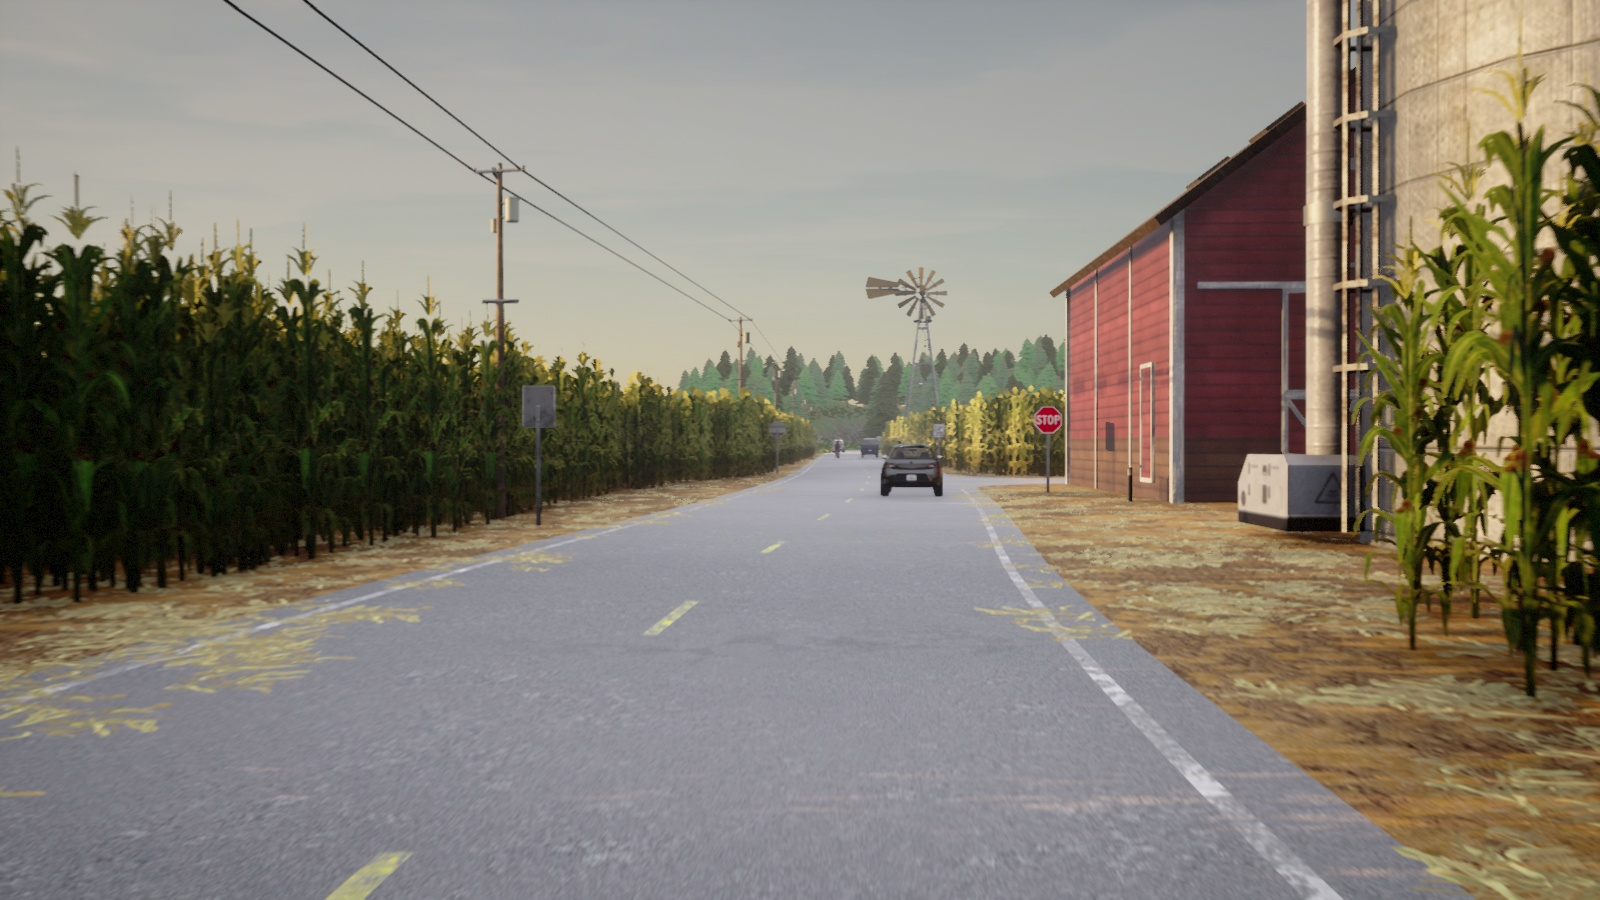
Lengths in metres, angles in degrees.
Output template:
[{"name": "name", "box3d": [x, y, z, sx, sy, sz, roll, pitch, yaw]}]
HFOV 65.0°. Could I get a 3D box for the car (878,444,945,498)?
[{"name": "car", "box3d": [3.227, 0.559, 36.366, 1.816, 1.474, 4.193, 0, 0, 5]}]
